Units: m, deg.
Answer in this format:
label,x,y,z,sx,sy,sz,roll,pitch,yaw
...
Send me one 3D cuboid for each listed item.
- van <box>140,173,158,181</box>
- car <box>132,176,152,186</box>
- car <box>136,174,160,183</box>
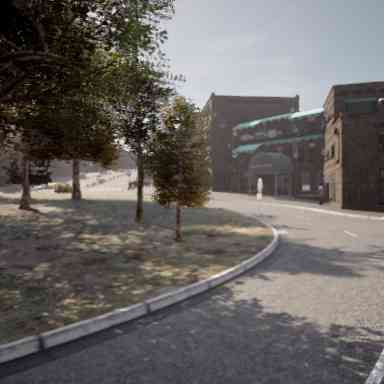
label,x,y,z,sx,sy,sz,roll,pitch,yaw
van,-11.348,-4.033,88.389,4.442,1.987,1.878,-2,6,-23
car,-10.223,-2.016,70.307,4.892,1.521,2.231,-2,6,-23
car,-10.922,-3.462,82.368,5.566,2.045,2.435,-2,6,-23
